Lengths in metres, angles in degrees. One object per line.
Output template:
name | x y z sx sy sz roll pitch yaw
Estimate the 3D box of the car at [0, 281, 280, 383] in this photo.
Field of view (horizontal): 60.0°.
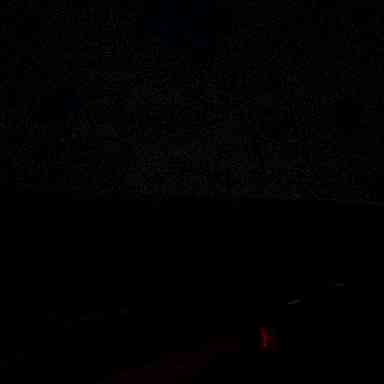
car | -1.199 1.570 2.733 4.181 1.385 1.994 0 0 -37
